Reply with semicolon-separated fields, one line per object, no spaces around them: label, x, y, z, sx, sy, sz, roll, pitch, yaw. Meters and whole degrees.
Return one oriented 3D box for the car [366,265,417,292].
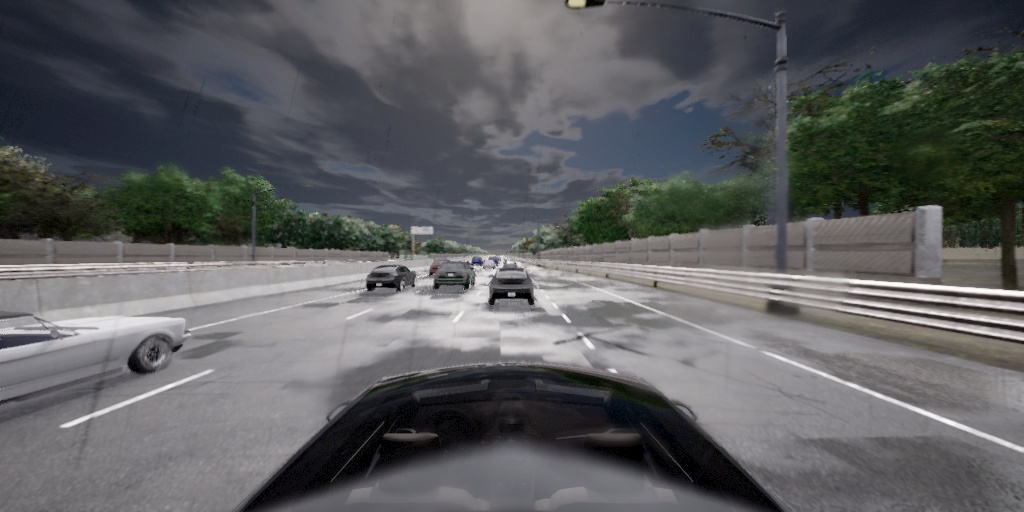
car;-7.039;1.264;21.377;1.837;1.490;4.892;0;0;0

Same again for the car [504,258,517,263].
car;-0.255;1.366;51.673;1.994;1.385;4.181;0;0;-1

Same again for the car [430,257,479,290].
car;-3.545;1.109;22.864;2.097;1.767;4.553;0;0;0

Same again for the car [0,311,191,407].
car;-7.000;1.354;4.603;1.895;1.301;4.718;0;0;0

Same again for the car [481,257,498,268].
car;-3.863;1.357;61.324;1.812;1.442;4.674;0;0;-1

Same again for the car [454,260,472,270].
car;-7.280;1.302;54.166;2.128;1.511;4.902;0;0;-1

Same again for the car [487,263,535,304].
car;-0.022;1.260;16.496;1.837;1.490;4.892;0;0;0
